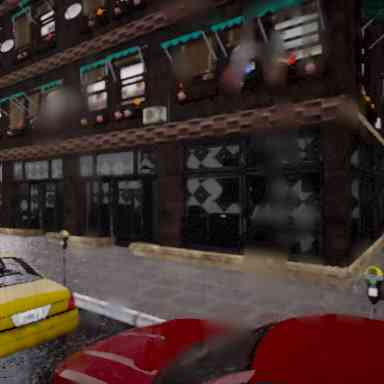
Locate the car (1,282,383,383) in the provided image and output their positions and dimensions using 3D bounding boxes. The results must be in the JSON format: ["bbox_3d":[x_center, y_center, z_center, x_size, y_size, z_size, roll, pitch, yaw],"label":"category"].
[{"bbox_3d":[0.888,1.543,2.096,4.507,1.381,1.887,0,0,35],"label":"car"}]

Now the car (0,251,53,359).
[{"bbox_3d":[-3.884,1.503,5.496,4.829,1.417,1.752,0,0,35],"label":"car"}]
